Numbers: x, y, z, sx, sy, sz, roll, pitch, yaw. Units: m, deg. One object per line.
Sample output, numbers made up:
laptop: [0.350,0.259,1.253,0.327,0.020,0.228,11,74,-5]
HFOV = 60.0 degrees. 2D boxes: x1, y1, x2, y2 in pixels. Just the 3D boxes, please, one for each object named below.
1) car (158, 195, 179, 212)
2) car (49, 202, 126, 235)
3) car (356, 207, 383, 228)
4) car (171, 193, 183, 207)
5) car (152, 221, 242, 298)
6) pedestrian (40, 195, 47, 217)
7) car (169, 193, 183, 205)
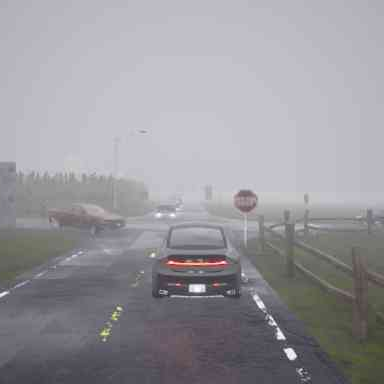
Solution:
car: [-2.885,1.483,38.734,1.882,1.535,5.008,0,0,0]
car: [-5.942,1.394,18.833,5.008,1.535,1.882,2,0,32]
car: [14.614,1.795,24.328,4.902,1.511,2.128,1,-1,0]
car: [-2.888,1.359,49.020,2.097,1.767,4.553,0,0,0]
car: [0.094,1.506,8.468,1.837,1.490,4.892,0,0,0]
pedestrian: [-12.195,1.140,27.240,0.375,1.860,0.375,0,-2,0]
car: [-2.885,1.230,59.684,2.150,2.045,5.566,0,0,1]
